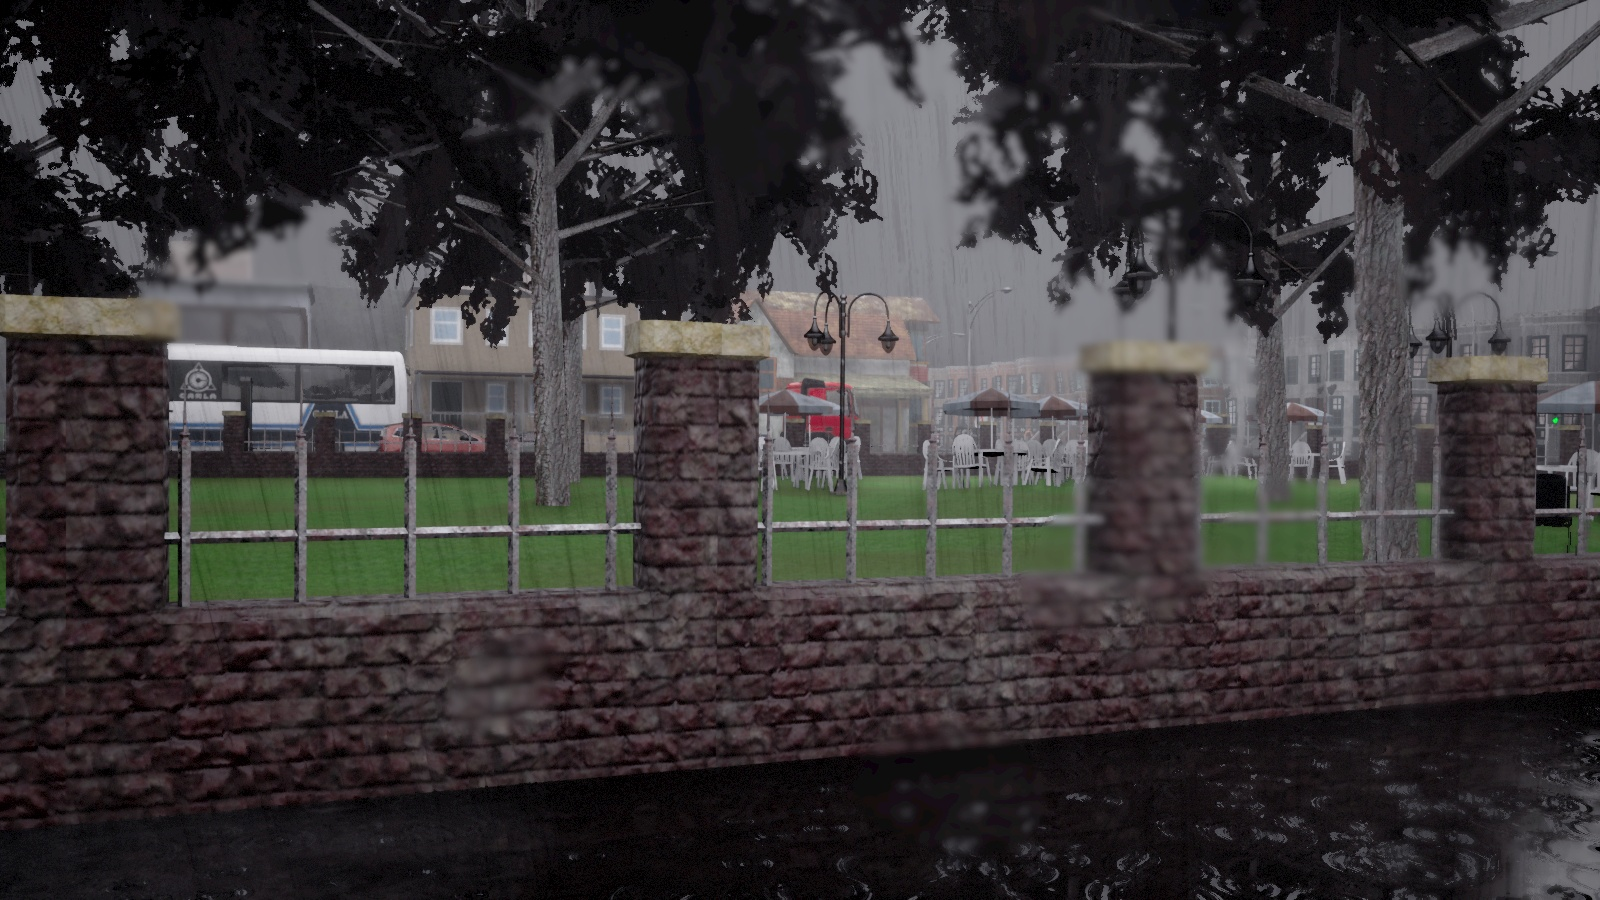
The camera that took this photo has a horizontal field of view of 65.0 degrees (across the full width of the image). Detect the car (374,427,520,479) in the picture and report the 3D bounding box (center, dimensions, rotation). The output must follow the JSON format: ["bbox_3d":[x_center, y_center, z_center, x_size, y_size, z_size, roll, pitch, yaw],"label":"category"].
[{"bbox_3d":[-12.181,0.071,43.287,4.611,1.667,2.242,-1,1,-21],"label":"car"}]

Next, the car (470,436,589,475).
[{"bbox_3d":[-10.402,0.190,48.242,4.181,1.385,1.994,-1,1,-21],"label":"car"}]

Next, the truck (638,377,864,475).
[{"bbox_3d":[-1.839,-0.932,47.189,7.936,3.462,2.891,-1,1,-21],"label":"truck"}]

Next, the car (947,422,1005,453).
[{"bbox_3d":[10.744,-0.773,76.893,1.905,1.878,3.866,-1,1,-21],"label":"car"}]

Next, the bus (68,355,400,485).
[{"bbox_3d":[-19.743,-1.092,44.682,10.273,4.253,3.944,-1,1,-20],"label":"bus"}]
